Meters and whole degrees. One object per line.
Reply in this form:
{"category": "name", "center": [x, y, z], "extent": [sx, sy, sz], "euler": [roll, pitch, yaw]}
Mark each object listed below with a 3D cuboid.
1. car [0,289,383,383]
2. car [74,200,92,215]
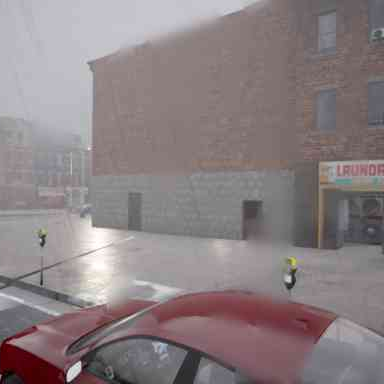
{"category": "car", "center": [0.132, 1.544, 2.704], "extent": [4.507, 1.381, 1.887], "euler": [0, 1, 36]}
{"category": "car", "center": [-12.028, 1.748, 40.379], "extent": [2.097, 1.767, 4.553], "euler": [1, 0, 36]}
